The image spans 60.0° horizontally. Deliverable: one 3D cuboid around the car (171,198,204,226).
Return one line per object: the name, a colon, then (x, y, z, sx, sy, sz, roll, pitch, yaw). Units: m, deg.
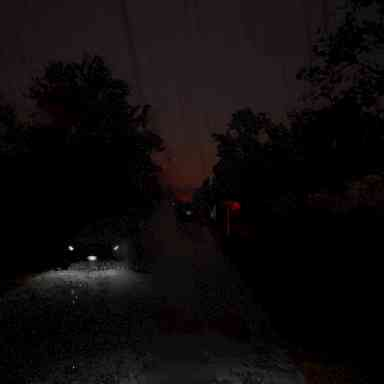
car: (-0.258, 1.503, 24.838, 2.097, 1.767, 4.553, 0, -1, -1)

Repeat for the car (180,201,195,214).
car: (-0.578, 1.937, 43.001, 1.882, 1.535, 5.008, 0, -1, -1)

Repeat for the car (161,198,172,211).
car: (-3.637, 1.933, 53.455, 2.150, 2.045, 5.566, 0, -2, 0)

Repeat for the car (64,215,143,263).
car: (-2.978, 1.588, 12.478, 2.033, 1.411, 5.357, 0, 0, -1)
